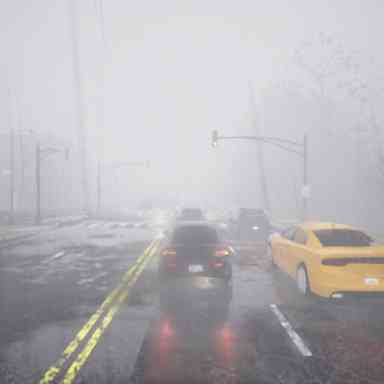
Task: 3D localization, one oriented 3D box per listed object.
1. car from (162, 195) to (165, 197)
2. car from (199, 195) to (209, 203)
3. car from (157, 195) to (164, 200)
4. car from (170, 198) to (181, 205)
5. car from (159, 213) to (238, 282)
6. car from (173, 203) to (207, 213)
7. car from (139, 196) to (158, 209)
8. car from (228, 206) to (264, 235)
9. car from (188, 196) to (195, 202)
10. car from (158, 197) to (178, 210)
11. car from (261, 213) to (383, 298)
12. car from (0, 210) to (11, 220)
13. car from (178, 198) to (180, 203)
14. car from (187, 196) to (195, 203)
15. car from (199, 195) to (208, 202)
[{"bbox_3d":[-6.650,1.612,70.470,2.150,2.045,5.566,0,0,0],"label":"car"},{"bbox_3d":[3.081,1.961,78.608,2.033,1.411,5.357,0,0,0],"label":"car"},{"bbox_3d":[-6.698,1.807,59.847,1.882,1.535,5.008,0,0,0],"label":"car"},{"bbox_3d":[-3.397,1.980,69.007,1.895,1.301,4.718,0,0,0],"label":"car"},{"bbox_3d":[0.080,1.582,9.842,1.812,1.442,4.674,0,0,0],"label":"car"},{"bbox_3d":[-0.059,1.642,20.610,1.812,1.442,4.674,0,0,-2],"label":"car"},{"bbox_3d":[-6.692,1.752,49.467,1.882,1.535,5.008,0,0,0],"label":"car"},{"bbox_3d":[3.309,1.617,19.744,1.837,1.490,4.892,0,0,0],"label":"car"},{"bbox_3d":[-0.191,1.794,89.020,1.882,1.535,5.008,0,0,0],"label":"car"},{"bbox_3d":[-3.441,1.796,48.798,1.812,1.442,4.674,0,0,0],"label":"car"},{"bbox_3d":[3.334,1.527,8.657,1.882,1.535,5.008,0,0,0],"label":"car"},{"bbox_3d":[-19.756,1.943,30.842,5.357,1.411,2.033,-1,0,0],"label":"car"},{"bbox_3d":[-3.456,1.850,58.847,1.812,1.442,4.674,0,0,1],"label":"car"},{"bbox_3d":[-0.170,2.020,79.047,1.895,1.301,4.718,0,0,0],"label":"car"},{"bbox_3d":[3.059,1.672,88.998,2.097,1.767,4.553,0,0,0],"label":"car"}]
